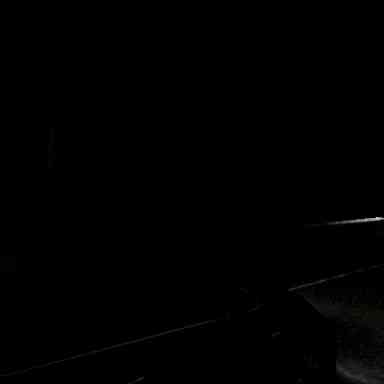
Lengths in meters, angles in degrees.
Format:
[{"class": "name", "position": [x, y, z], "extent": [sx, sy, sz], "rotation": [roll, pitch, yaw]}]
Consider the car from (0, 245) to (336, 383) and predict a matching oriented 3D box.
[{"class": "car", "position": [-0.574, 1.352, 3.352], "extent": [4.553, 1.767, 2.097], "rotation": [0, 0, -36]}]
